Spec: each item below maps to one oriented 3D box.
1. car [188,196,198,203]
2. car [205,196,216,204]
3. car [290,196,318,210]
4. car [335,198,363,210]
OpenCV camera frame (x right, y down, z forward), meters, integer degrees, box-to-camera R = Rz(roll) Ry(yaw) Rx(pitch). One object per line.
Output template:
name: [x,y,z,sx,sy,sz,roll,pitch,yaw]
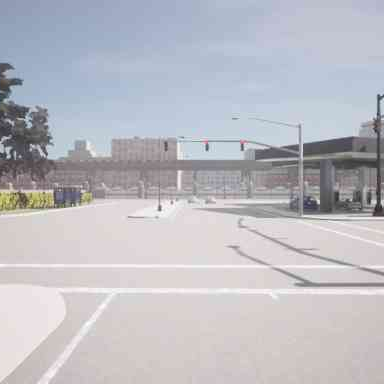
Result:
car: [0.192,1.525,66.125,1.812,1.442,4.674,0,0,0]
car: [3.585,1.525,64.340,1.812,1.442,4.674,0,0,0]
car: [13.263,1.295,39.652,2.242,1.667,4.611,0,0,0]
car: [19.009,1.456,40.407,1.970,1.475,3.806,0,0,0]
